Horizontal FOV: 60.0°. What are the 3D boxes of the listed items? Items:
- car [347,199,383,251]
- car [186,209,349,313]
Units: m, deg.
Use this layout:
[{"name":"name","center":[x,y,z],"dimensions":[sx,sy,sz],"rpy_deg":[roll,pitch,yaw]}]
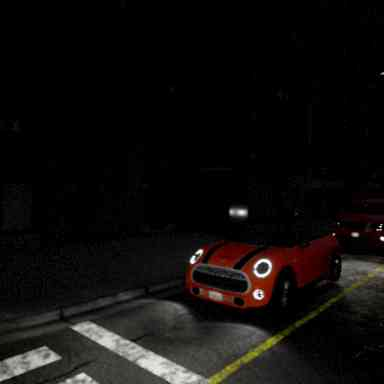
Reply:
[{"name":"car","center":[8.319,1.364,15.226],"dimensions":[2.150,2.045,5.566],"rpy_deg":[0,0,42]},{"name":"car","center":[1.922,1.405,8.026],"dimensions":[2.097,1.767,4.553],"rpy_deg":[0,0,41]}]
